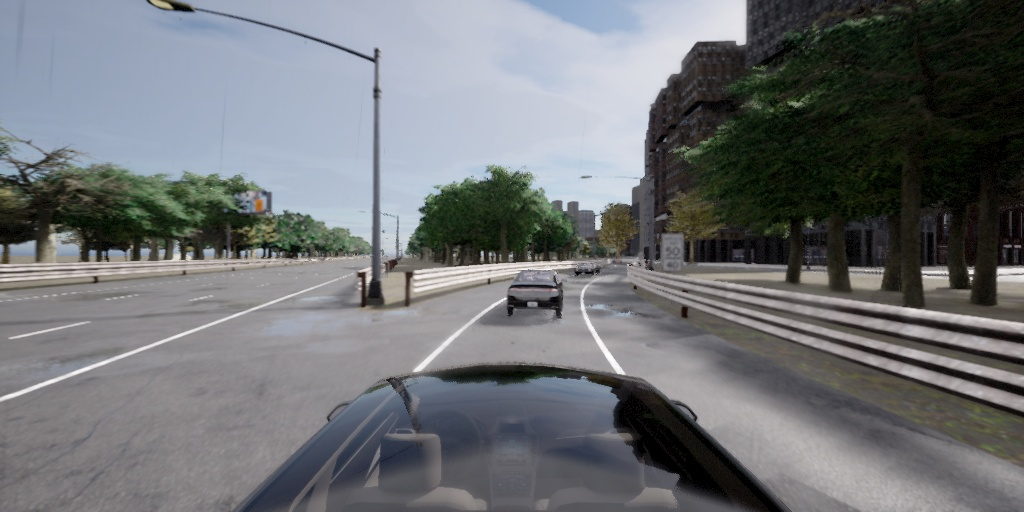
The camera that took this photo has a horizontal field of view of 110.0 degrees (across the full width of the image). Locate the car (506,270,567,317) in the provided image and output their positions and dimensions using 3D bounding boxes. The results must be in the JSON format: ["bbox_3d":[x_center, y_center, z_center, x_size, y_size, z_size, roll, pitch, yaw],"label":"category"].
[{"bbox_3d":[0.969,1.253,13.240,2.128,1.511,4.902,0,0,8],"label":"car"}]

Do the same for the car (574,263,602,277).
[{"bbox_3d":[7.762,1.370,36.306,1.895,1.301,4.718,0,0,25],"label":"car"}]
